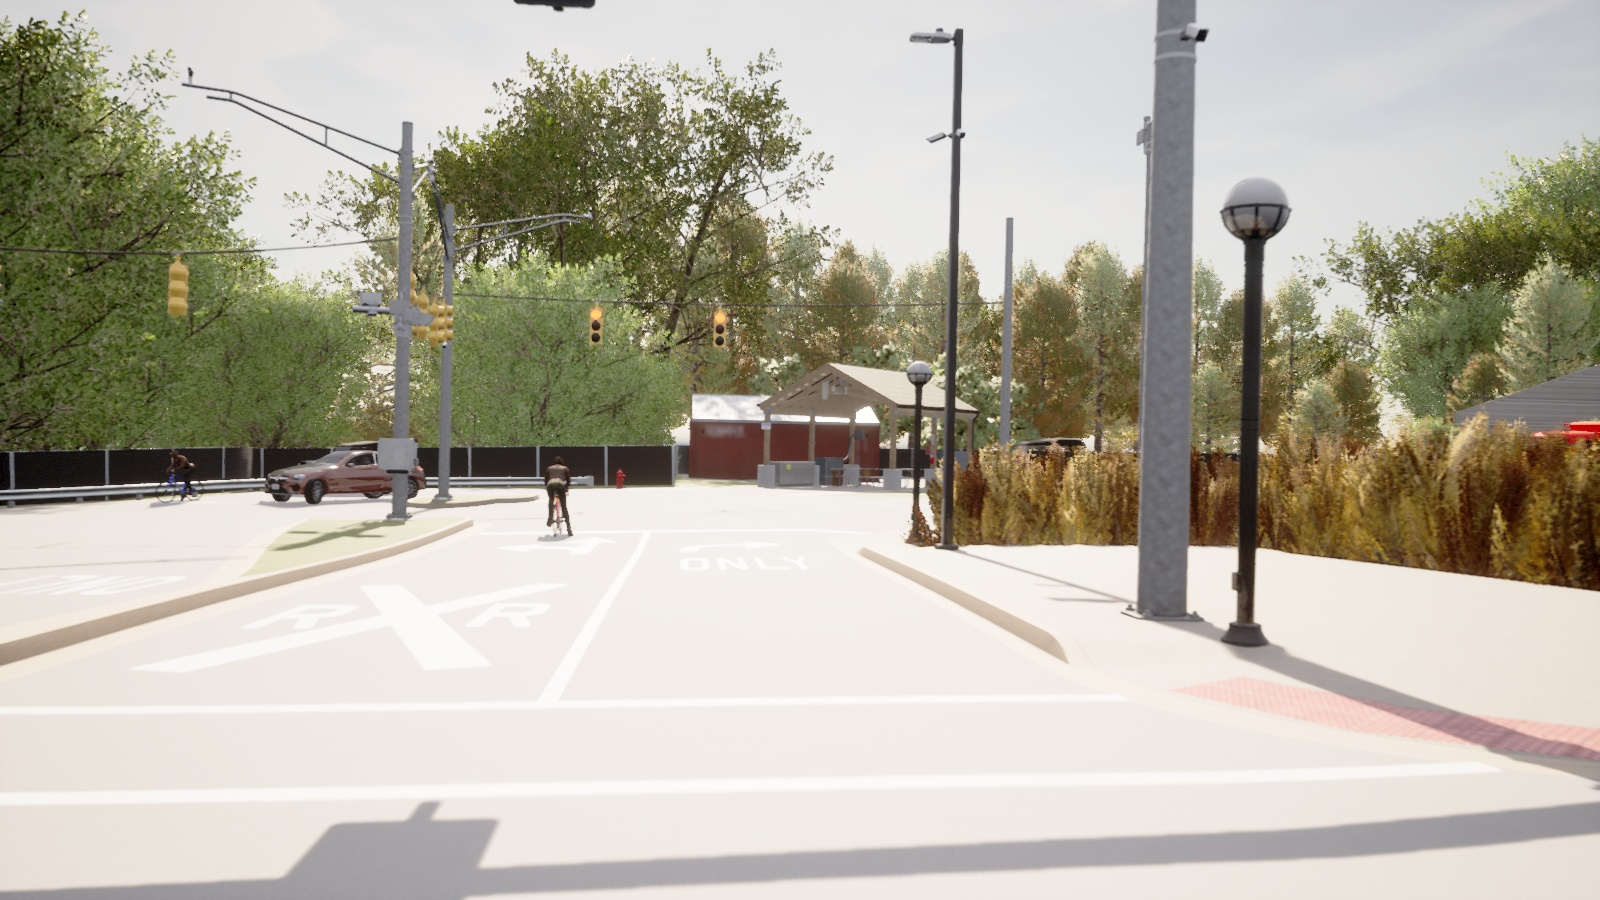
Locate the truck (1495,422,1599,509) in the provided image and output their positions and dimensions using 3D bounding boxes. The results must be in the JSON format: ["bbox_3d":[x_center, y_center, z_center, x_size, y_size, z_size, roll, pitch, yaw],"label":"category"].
[{"bbox_3d":[23.858,0.447,37.069,5.204,2.467,2.627,1,0,3],"label":"truck"}]

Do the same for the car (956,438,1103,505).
[{"bbox_3d":[6.638,0.600,36.526,3.866,1.878,1.905,0,0,-3],"label":"car"}]

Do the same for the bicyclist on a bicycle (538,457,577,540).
[{"bbox_3d":[-4.968,0.963,25.785,0.582,1.620,1.656,0,1,-5],"label":"bicyclist on a bicycle"}]

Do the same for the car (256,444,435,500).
[{"bbox_3d":[-14.478,0.659,40.265,2.152,1.651,5.027,1,1,37],"label":"car"}]

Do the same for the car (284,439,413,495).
[{"bbox_3d":[-16.027,0.589,44.634,3.866,1.878,1.905,0,1,-40],"label":"car"}]

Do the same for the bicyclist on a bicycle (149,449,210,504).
[{"bbox_3d":[-19.337,0.801,39.152,0.582,1.620,1.656,1,3,28],"label":"bicyclist on a bicycle"}]
